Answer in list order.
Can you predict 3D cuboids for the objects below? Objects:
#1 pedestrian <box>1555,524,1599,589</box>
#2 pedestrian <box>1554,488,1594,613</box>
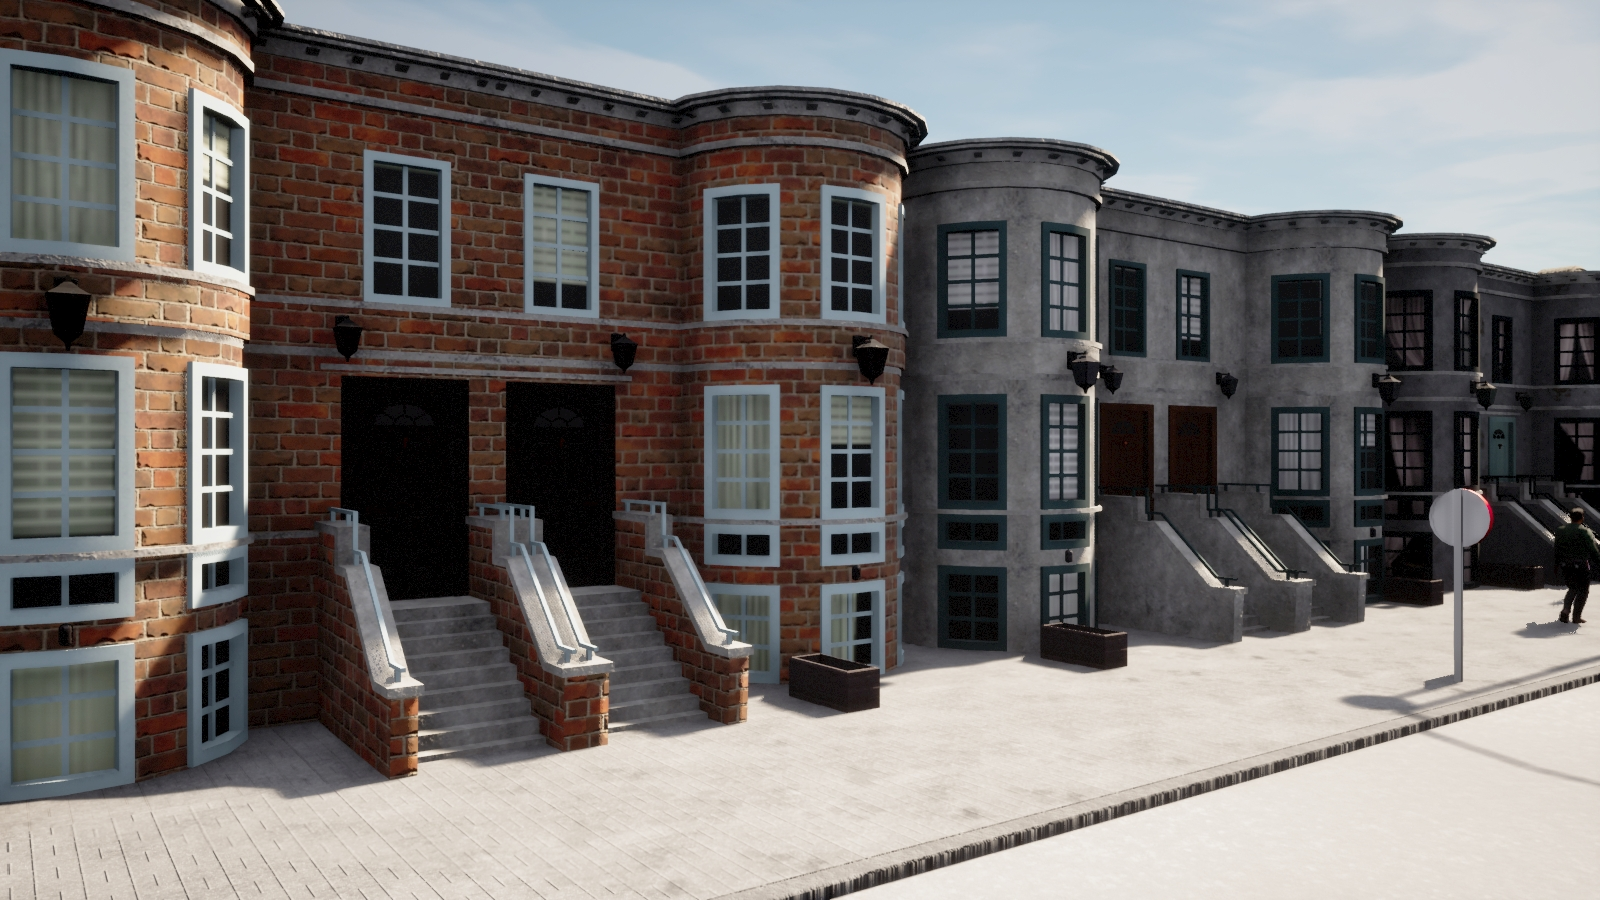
[{"bbox_3d":[13.952,1.904,20.502,0.500,1.100,0.500,0,0,-28],"label":"pedestrian"},{"bbox_3d":[11.858,1.524,17.501,0.375,1.860,0.375,0,0,-31],"label":"pedestrian"}]
